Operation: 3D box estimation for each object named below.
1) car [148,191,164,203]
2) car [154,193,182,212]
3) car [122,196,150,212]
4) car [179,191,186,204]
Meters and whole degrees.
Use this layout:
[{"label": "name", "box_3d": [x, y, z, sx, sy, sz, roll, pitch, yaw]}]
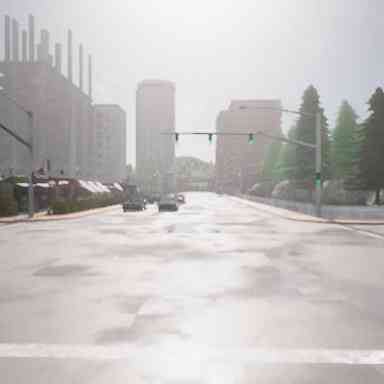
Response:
[{"label": "car", "box_3d": [-5.504, 0.802, 52.154, 2.150, 2.045, 5.566, 0, 0, 2]}, {"label": "car", "box_3d": [-2.479, 1.193, 35.315, 1.882, 1.535, 5.008, 0, 1, 2]}, {"label": "car", "box_3d": [-5.991, 1.319, 34.962, 1.895, 1.301, 4.718, 0, 0, 2]}, {"label": "car", "box_3d": [-2.014, 1.086, 52.001, 1.837, 1.490, 4.892, 0, 0, 2]}]
